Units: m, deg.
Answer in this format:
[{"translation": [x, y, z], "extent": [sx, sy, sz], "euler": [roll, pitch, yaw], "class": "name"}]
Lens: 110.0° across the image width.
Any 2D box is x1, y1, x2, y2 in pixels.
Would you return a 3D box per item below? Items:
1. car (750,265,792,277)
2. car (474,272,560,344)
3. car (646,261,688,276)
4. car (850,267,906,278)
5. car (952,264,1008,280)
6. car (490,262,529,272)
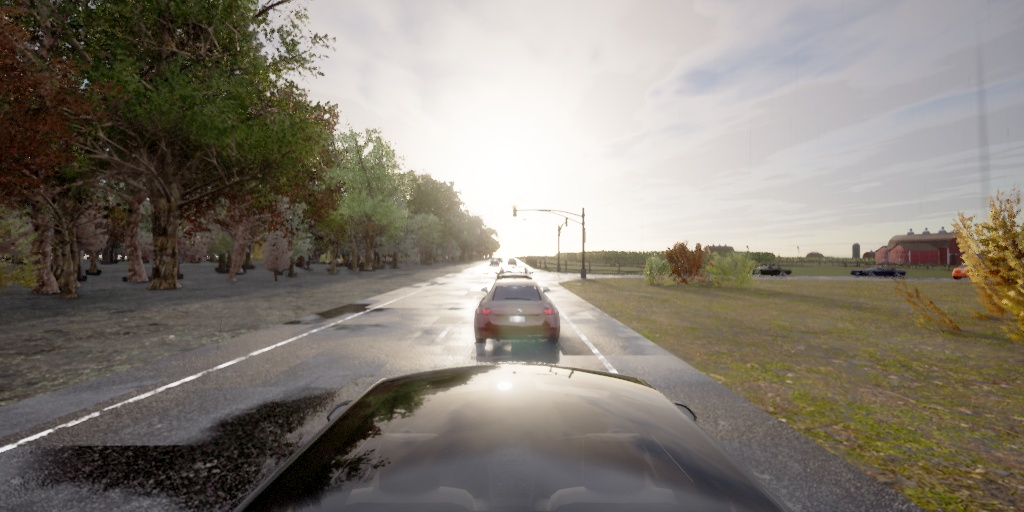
[{"translation": [28.873, 1.705, 40.842], "extent": [4.718, 1.301, 1.895], "euler": [1, -1, 0], "class": "car"}, {"translation": [0.101, 1.312, 9.631], "extent": [1.994, 1.385, 4.181], "euler": [0, 0, 0], "class": "car"}, {"translation": [17.552, 1.332, 40.932], "extent": [4.553, 1.767, 2.097], "euler": [1, -1, 1], "class": "car"}, {"translation": [41.501, 1.842, 40.777], "extent": [4.718, 1.301, 1.895], "euler": [1, -1, 0], "class": "car"}, {"translation": [48.894, 1.616, 37.163], "extent": [4.553, 1.767, 2.097], "euler": [1, -1, 0], "class": "car"}, {"translation": [0.097, 1.237, 18.529], "extent": [2.128, 1.511, 4.902], "euler": [0, 0, 0], "class": "car"}]
